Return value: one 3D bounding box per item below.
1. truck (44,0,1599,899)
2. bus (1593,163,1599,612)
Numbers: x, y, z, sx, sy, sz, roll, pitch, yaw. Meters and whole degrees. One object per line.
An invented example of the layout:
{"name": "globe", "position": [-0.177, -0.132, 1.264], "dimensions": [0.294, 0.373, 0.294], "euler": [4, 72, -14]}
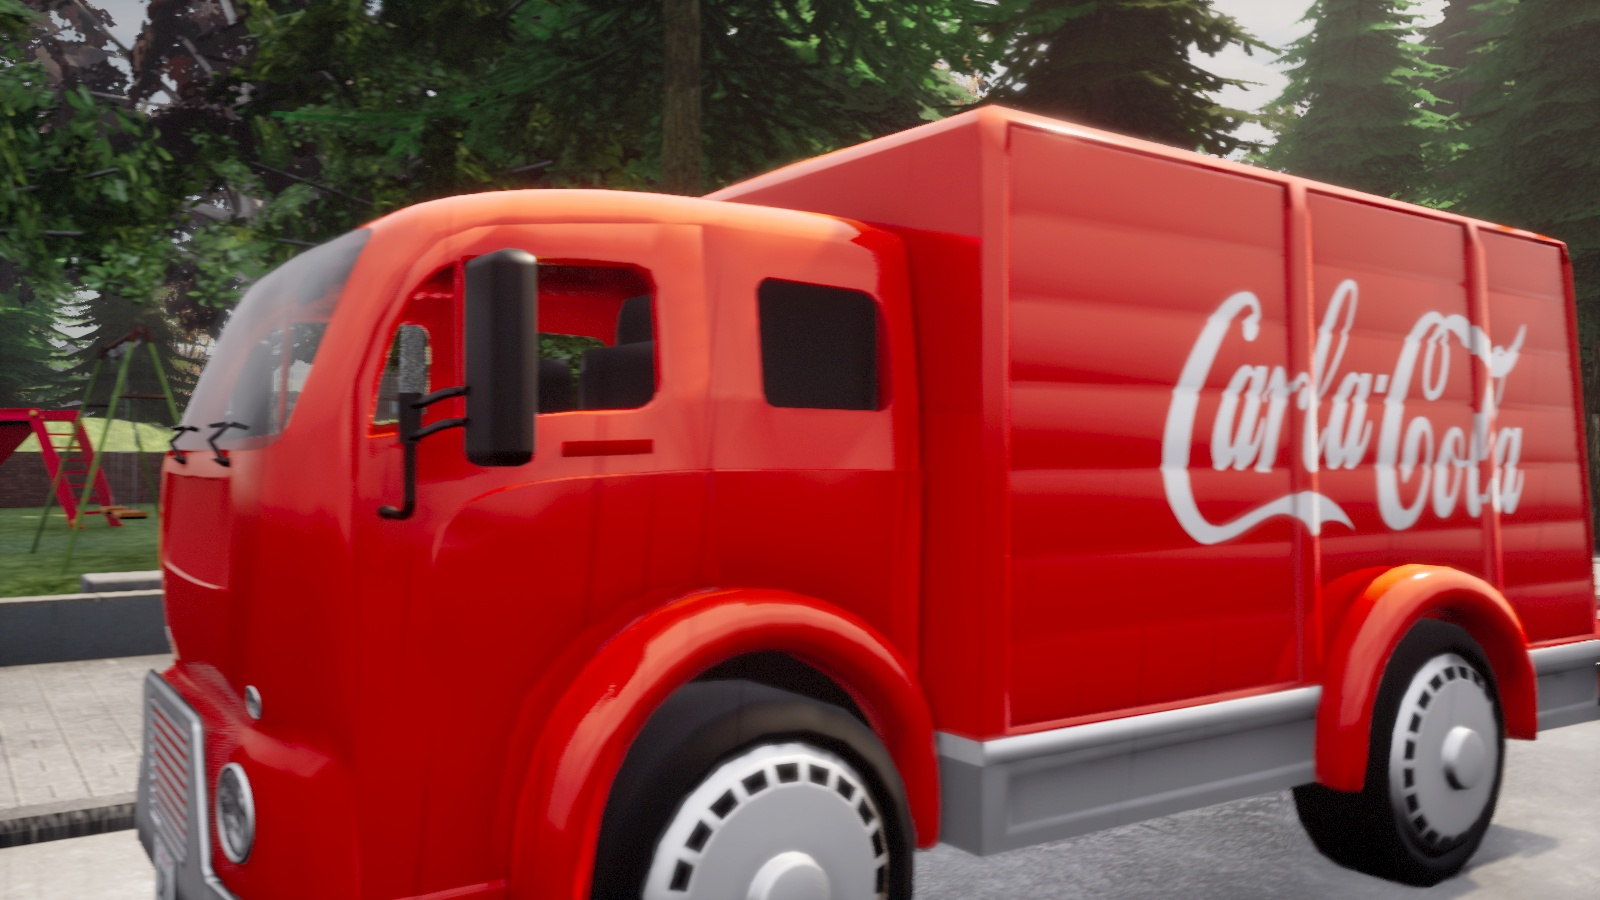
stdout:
{"name": "truck", "position": [0.397, 0.271, 4.546], "dimensions": [5.204, 2.467, 2.627], "euler": [0, 0, -35]}
{"name": "bus", "position": [12.883, -0.607, 13.239], "dimensions": [10.273, 4.253, 3.944], "euler": [0, 0, -35]}
